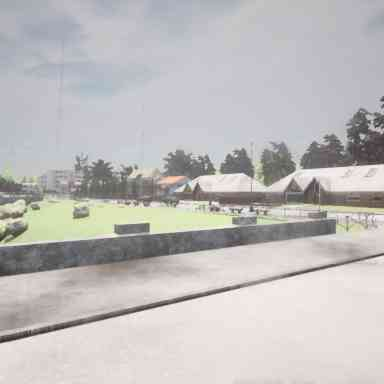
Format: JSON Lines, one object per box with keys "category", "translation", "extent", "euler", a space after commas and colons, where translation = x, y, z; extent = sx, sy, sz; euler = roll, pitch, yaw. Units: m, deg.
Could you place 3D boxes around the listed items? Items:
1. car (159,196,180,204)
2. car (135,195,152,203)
{"category": "car", "translation": [-4.164, 1.491, 60.723], "extent": [2.128, 1.511, 4.902], "euler": [0, 0, -35]}
{"category": "car", "translation": [-10.049, 1.502, 68.996], "extent": [1.837, 1.490, 4.892], "euler": [0, 0, -35]}
